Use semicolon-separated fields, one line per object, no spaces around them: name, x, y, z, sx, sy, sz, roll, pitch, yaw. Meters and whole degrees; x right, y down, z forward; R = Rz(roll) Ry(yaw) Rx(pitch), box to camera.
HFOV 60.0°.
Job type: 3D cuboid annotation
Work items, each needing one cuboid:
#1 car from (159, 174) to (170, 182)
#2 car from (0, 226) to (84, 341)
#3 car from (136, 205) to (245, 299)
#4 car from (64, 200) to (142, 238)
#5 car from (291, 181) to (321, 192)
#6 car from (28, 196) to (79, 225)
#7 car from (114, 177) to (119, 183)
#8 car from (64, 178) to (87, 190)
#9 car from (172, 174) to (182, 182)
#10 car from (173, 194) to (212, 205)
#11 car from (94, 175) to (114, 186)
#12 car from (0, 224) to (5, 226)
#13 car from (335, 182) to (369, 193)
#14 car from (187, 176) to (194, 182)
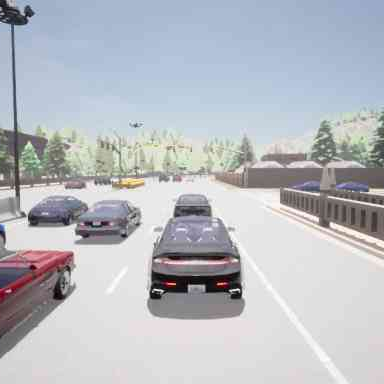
car;-7.437;-3.611;86.977;2.150;2.045;5.566;0;3;0
car;-3.421;1.528;5.101;1.895;1.301;4.718;0;1;0
car;0.067;1.327;8.034;2.128;1.511;4.902;0;2;0
car;-3.466;1.050;14.616;2.033;1.411;5.357;0;3;0
car;15.001;-0.617;42.227;4.674;1.442;1.812;0;3;2
car;-6.980;0.879;17.794;1.994;1.385;4.181;0;3;0
car;-17.883;-2.673;76.571;1.812;1.442;4.674;0;3;0
car;-17.840;-1.317;51.020;2.097;1.767;4.553;0;3;0
car;-3.937;-3.612;86.995;2.150;2.045;5.566;0;3;0
car;0.025;0.815;17.455;1.882;1.535;5.008;0;3;-1
car;-17.834;-2.370;66.472;2.150;2.045;5.566;0;3;0
car;-6.937;1.283;8.822;1.882;1.535;5.008;0;2;0
car;18.038;-0.402;38.634;4.674;1.442;1.812;0;3;2
car;-0.451;-3.458;89.668;1.812;1.442;4.674;0;3;0
